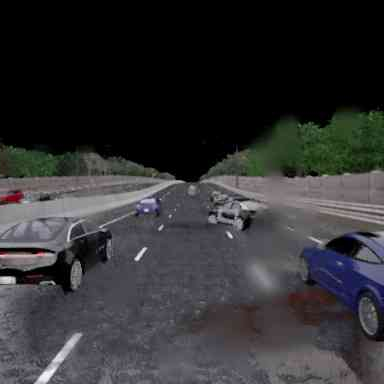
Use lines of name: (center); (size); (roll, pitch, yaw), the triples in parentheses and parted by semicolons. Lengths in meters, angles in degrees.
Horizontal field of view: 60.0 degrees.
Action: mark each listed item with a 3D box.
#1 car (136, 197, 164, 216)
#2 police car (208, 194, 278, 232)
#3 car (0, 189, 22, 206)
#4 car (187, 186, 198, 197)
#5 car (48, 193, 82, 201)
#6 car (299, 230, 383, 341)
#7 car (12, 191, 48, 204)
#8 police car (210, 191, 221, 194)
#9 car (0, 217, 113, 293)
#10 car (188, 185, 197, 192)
car: (-3.356, 1.137, 26.806); (1.812, 1.442, 4.674); (0, 1, 0)
police car: (2.660, 1.162, 18.649); (1.930, 1.638, 5.238); (0, 1, -24)
car: (-21.029, 0.655, 37.460); (2.150, 2.045, 5.566); (0, 1, 0)
car: (0.101, 0.168, 60.533); (2.128, 1.511, 4.902); (0, 3, 0)
car: (-14.028, 0.921, 37.928); (2.128, 1.511, 4.902); (0, 1, 0)
car: (3.511, 1.445, 6.232); (1.812, 1.442, 4.674); (0, 1, 0)
car: (-17.526, 0.933, 37.260); (2.128, 1.511, 4.902); (0, 1, 0)
police car: (3.565, 0.906, 39.232); (2.038, 1.542, 4.974); (0, 1, 0)
car: (-3.385, 1.377, 8.537); (2.128, 1.511, 4.902); (0, 1, 0)
car: (0.129, -0.845, 79.160); (1.994, 1.385, 4.181); (0, 3, 0)
